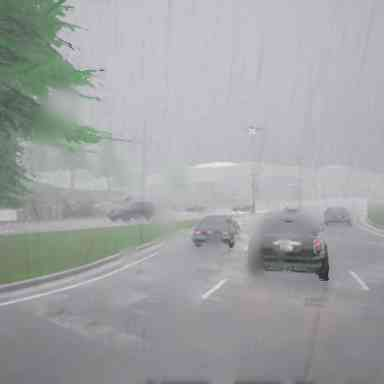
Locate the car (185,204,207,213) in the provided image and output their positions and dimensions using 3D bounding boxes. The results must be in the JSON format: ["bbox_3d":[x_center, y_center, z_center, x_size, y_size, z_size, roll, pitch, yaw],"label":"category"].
[{"bbox_3d":[0.686,2.687,54.740,1.895,1.301,4.718,-2,-1,28],"label":"car"}]

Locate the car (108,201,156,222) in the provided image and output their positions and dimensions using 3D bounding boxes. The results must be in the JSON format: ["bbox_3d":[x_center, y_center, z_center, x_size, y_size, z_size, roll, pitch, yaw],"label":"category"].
[{"bbox_3d":[-6.356,2.042,35.777,2.150,2.045,5.566,-2,-2,38],"label":"car"}]

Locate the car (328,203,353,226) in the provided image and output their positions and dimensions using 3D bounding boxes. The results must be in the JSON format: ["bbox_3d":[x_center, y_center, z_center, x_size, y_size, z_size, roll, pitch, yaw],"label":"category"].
[{"bbox_3d":[11.662,1.905,26.719,2.033,1.411,5.357,-1,-1,20],"label":"car"}]

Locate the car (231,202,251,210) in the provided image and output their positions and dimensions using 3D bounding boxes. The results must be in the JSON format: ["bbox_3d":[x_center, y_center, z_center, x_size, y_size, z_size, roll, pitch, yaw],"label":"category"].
[{"bbox_3d":[9.368,2.620,63.567,2.128,1.511,4.902,-1,-1,28],"label":"car"}]

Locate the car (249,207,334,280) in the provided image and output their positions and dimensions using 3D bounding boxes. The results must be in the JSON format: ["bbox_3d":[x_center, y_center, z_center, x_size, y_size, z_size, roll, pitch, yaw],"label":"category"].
[{"bbox_3d":[3.170,1.526,10.807,2.097,1.767,4.553,-1,-1,18],"label":"car"}]

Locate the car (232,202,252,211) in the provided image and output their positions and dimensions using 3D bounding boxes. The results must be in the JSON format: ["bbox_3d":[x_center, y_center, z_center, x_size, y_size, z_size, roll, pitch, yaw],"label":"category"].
[{"bbox_3d":[8.196,2.500,53.957,2.033,1.411,5.357,-2,-1,28],"label":"car"}]

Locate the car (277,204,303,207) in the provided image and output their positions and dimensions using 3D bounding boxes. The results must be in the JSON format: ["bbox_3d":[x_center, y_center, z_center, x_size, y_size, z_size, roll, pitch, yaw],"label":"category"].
[{"bbox_3d":[9.552,1.961,30.697,2.128,1.511,4.902,-1,-1,24],"label":"car"}]

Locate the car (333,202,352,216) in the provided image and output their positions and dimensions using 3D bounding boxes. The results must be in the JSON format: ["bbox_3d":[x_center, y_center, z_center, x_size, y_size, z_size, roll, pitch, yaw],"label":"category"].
[{"bbox_3d":[18.629,2.061,41.145,1.812,1.442,4.674,-2,-1,28],"label":"car"}]

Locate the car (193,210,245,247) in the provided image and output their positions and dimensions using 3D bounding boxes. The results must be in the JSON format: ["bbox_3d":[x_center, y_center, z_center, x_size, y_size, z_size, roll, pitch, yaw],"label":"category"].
[{"bbox_3d":[1.383,1.867,16.717,2.033,1.411,5.357,-1,-1,13],"label":"car"}]

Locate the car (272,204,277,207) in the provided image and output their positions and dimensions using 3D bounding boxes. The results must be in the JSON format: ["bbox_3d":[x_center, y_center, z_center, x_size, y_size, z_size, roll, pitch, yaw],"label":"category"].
[{"bbox_3d":[10.856,2.187,41.368,1.812,1.442,4.674,-2,-1,27],"label":"car"}]
